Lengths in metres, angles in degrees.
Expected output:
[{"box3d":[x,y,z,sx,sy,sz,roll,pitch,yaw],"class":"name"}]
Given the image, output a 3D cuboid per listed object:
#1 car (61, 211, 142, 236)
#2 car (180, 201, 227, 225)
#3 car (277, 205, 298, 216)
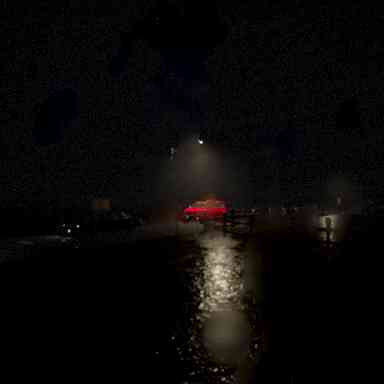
[{"box3d":[-5.563,1.924,21.379,2.033,1.411,5.357,-1,-2,35],"class":"car"},{"box3d":[1.195,1.872,30.918,2.150,2.045,5.566,-1,-2,35],"class":"car"},{"box3d":[14.075,2.709,48.923,1.837,1.490,4.892,-1,-2,36],"class":"car"}]
